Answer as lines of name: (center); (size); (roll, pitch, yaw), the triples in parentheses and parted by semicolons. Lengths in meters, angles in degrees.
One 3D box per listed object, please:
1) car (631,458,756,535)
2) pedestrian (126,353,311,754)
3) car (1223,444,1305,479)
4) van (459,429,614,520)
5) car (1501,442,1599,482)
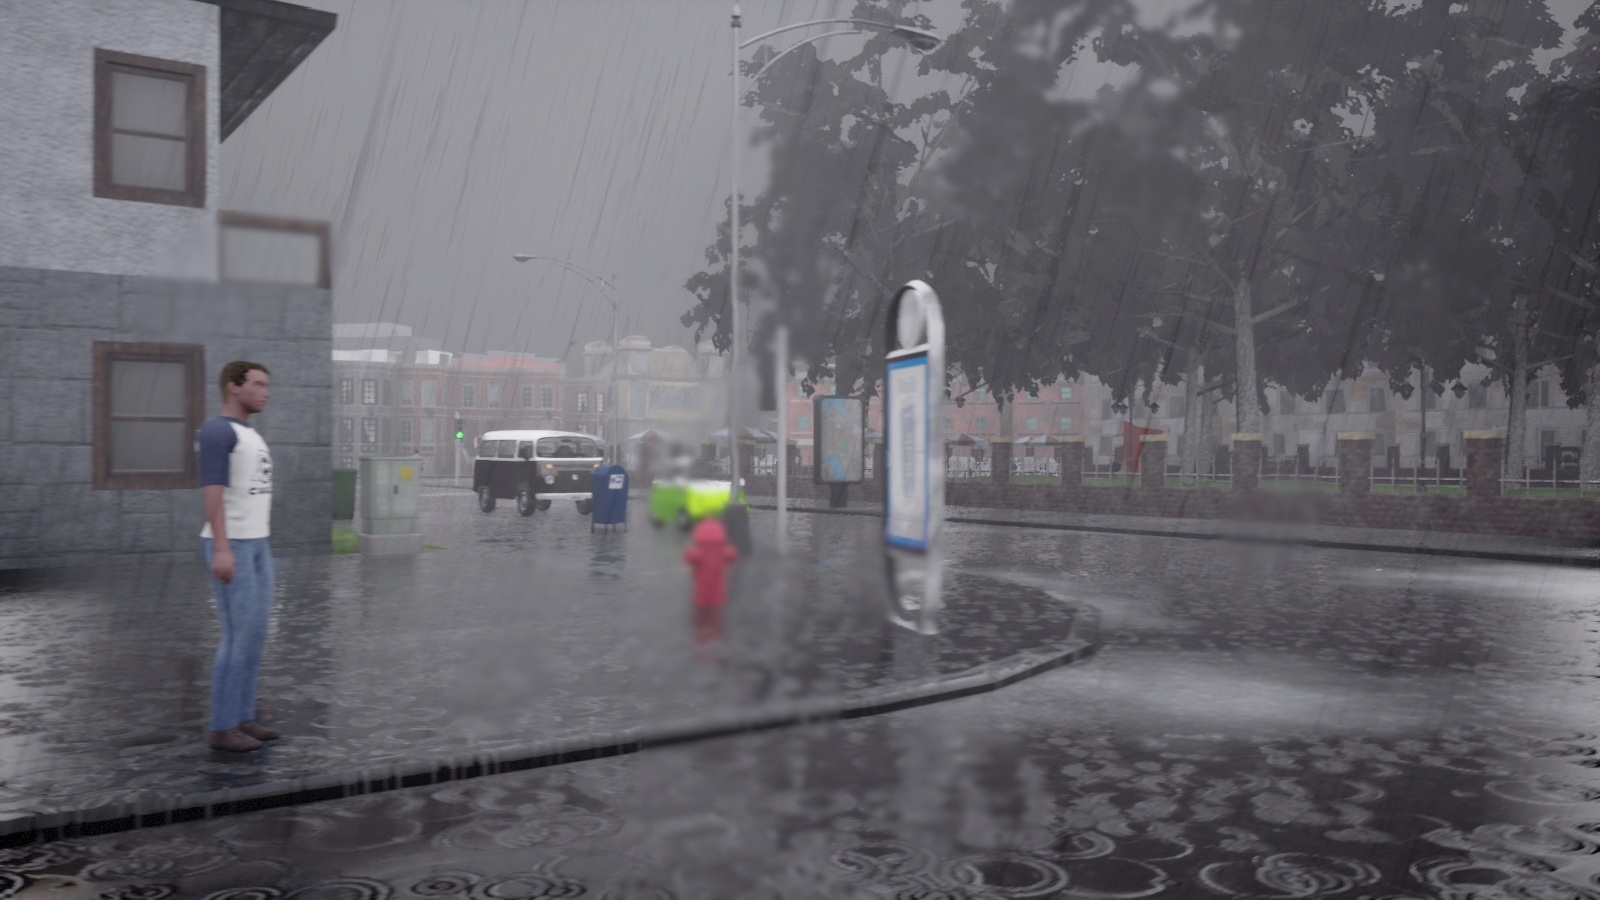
car: (-2.068, 0.858, 24.159); (1.481, 1.376, 2.207); (0, 0, -35)
pedestrian: (-2.736, 0.475, 5.930); (0.706, 1.836, 0.354); (0, 0, 2)
car: (25.849, 0.631, 70.086); (1.905, 1.878, 3.866); (0, 0, -35)
van: (-6.457, 0.552, 30.396); (2.069, 2.038, 4.480); (0, 0, -35)
car: (36.794, 0.585, 61.501); (1.905, 1.878, 3.866); (0, 0, -35)
